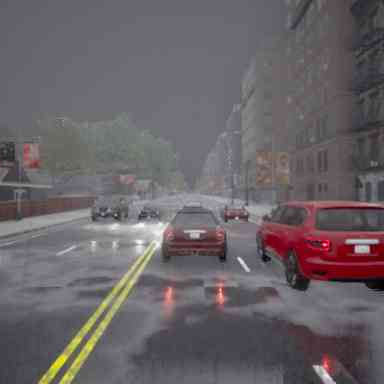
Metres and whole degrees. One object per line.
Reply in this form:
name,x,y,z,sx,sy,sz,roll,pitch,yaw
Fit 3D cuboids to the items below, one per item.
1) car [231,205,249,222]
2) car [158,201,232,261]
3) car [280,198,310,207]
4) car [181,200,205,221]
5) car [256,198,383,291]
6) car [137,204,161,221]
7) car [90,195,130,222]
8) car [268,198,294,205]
car,3.337,1.663,26.894,1.895,1.301,4.718,0,0,0
car,0.090,1.383,12.481,2.097,1.767,4.553,0,0,0
car,16.363,1.665,53.096,4.206,1.307,1.802,0,0,0
car,0.087,1.544,29.355,1.882,1.535,5.008,0,0,0
car,3.340,1.243,9.273,2.150,2.045,5.566,0,0,-1
car,-3.358,1.665,27.956,1.895,1.301,4.718,0,0,0
car,-6.608,1.284,27.454,2.150,2.045,5.566,0,0,0
car,16.355,1.713,61.121,4.313,1.339,1.947,0,0,0
